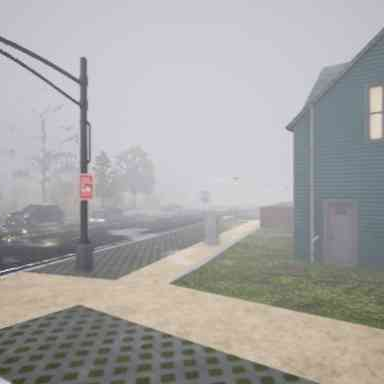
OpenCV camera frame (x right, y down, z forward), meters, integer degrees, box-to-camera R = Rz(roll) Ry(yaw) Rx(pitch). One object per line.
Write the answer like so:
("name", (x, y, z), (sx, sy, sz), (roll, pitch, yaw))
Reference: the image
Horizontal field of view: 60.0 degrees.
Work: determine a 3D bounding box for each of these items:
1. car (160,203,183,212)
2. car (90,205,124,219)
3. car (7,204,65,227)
("car", (-3.131, 2.334, 50.799), (1.895, 1.301, 4.718), (0, -1, 22))
("car", (-9.052, 2.090, 35.846), (1.994, 1.385, 4.181), (0, -1, 19))
("car", (-12.369, 1.749, 26.636), (2.097, 1.767, 4.553), (0, -1, 19))
